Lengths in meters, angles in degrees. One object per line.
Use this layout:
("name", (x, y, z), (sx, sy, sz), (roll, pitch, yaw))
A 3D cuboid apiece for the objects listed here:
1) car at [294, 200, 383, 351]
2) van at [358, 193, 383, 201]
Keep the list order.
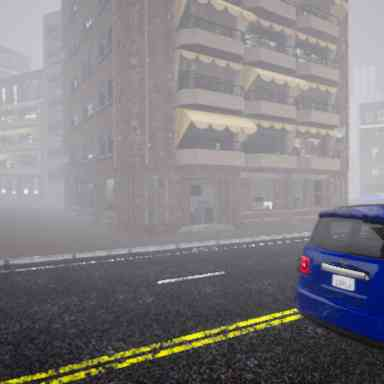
("car", (4.194, 1.234, 5.543), (5.566, 2.045, 2.150), (0, 0, -31))
("van", (30.037, 1.019, 55.409), (3.998, 1.788, 1.690), (1, 0, 26))
